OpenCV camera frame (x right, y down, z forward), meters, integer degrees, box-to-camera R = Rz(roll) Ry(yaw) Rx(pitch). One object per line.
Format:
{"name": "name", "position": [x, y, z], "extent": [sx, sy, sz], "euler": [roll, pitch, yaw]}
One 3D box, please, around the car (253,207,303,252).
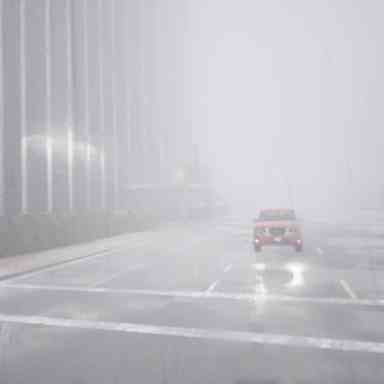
{"name": "car", "position": [4.473, 1.816, 17.231], "extent": [2.150, 2.045, 5.566], "euler": [-2, -2, 15]}

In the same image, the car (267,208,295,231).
{"name": "car", "position": [7.801, 2.340, 29.177], "extent": [2.097, 1.767, 4.553], "euler": [-2, -2, 16]}

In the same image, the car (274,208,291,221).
{"name": "car", "position": [12.179, 2.989, 44.649], "extent": [2.128, 1.511, 4.902], "euler": [-2, -3, 16]}
